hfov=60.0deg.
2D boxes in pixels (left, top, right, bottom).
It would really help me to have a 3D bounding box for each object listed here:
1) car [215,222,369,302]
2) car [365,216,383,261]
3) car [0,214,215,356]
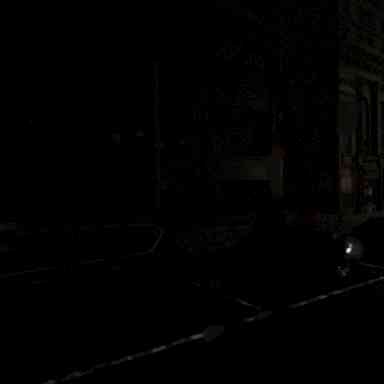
[{"bbox_3d":[2.254,1.551,8.258,4.313,1.339,1.947,0,0,-35],"label":"car"},{"bbox_3d":[6.843,1.539,11.530,4.313,1.339,1.947,0,0,-35],"label":"car"},{"bbox_3d":[-2.336,1.313,4.986,5.009,1.841,2.192,0,0,-35],"label":"car"}]
